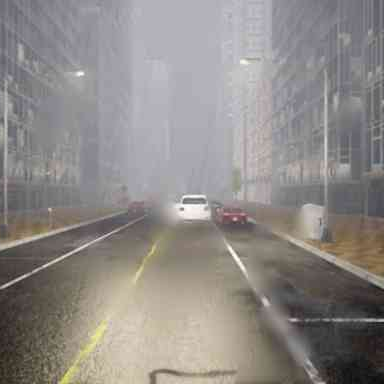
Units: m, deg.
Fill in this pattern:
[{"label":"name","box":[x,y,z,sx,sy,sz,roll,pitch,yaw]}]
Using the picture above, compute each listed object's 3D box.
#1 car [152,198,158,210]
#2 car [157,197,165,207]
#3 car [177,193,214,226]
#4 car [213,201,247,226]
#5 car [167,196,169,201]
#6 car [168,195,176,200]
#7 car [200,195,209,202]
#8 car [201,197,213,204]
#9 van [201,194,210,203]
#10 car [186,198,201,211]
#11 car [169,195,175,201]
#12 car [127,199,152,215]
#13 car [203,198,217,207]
[{"label":"car","box":[-5.623,1.620,40.408,1.802,1.307,4.206,0,0,0]},{"label":"car","box":[-5.604,1.585,51.793,1.887,1.381,4.507,0,0,0]},{"label":"car","box":[0.133,1.251,23.572,2.150,2.045,5.566,0,0,0]},{"label":"car","box":[2.730,1.573,23.310,1.887,1.381,4.507,0,0,0]},{"label":"car","box":[-5.596,1.607,57.486,1.947,1.339,4.313,0,0,0]},{"label":"car","box":[-5.540,1.578,91.642,2.008,1.369,4.403,0,0,0]},{"label":"car","box":[2.814,1.478,74.541,1.967,1.590,4.097,0,0,0]},{"label":"car","box":[2.795,1.607,63.155,1.947,1.339,4.313,0,0,0]},{"label":"van","box":[2.804,1.381,68.849,1.690,1.788,3.998,0,0,0]},{"label":"car","box":[0.162,1.564,41.702,1.812,1.442,4.674,0,0,0]},{"label":"car","box":[-5.549,1.557,85.779,1.752,1.417,4.829,0,0,0]},{"label":"car","box":[-5.632,1.580,34.715,1.887,1.381,4.507,0,0,0]},{"label":"car","box":[2.776,1.607,51.771,1.947,1.339,4.313,0,0,0]}]
